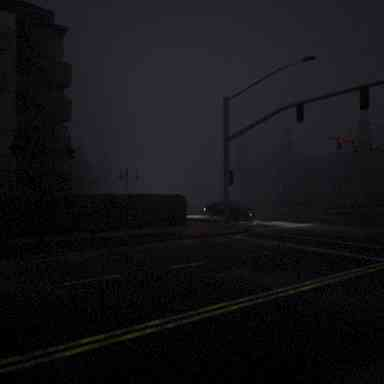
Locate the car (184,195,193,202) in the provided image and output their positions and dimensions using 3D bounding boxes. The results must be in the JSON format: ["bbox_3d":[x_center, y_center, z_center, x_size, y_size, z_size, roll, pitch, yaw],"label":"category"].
[{"bbox_3d":[-1.290,1.445,75.228,1.882,1.535,5.008,0,0,17],"label":"car"}]

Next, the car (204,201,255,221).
[{"bbox_3d":[3.023,1.477,27.514,2.128,1.511,4.902,0,0,-38],"label":"car"}]
